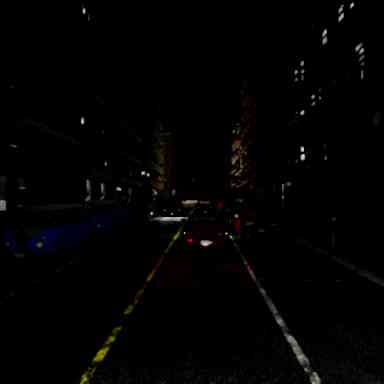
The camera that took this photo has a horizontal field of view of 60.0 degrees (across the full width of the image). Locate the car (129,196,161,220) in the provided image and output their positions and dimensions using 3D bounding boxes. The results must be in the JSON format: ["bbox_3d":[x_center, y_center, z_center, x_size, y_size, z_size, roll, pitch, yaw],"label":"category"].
[{"bbox_3d":[-4.323,1.326,28.306,2.192,1.841,5.009,2,0,2],"label":"car"}]

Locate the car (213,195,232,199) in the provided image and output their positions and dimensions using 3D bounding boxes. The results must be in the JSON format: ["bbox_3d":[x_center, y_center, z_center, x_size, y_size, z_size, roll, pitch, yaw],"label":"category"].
[{"bbox_3d":[3.908,1.401,39.022,2.192,1.841,5.009,2,0,2],"label":"car"}]

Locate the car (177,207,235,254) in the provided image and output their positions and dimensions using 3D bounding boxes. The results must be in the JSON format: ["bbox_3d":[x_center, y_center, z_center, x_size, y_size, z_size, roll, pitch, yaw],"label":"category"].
[{"bbox_3d":[0.527,1.540,13.438,1.812,1.442,4.674,0,0,2],"label":"car"}]

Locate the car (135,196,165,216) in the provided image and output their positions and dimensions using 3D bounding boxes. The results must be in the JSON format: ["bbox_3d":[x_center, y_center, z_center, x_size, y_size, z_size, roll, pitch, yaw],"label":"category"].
[{"bbox_3d":[-4.127,1.339,33.833,2.192,1.841,5.009,2,0,2],"label":"car"}]

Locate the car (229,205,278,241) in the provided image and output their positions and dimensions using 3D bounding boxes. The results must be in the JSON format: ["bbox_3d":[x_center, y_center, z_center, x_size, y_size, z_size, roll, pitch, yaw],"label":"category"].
[{"bbox_3d":[3.150,1.581,16.911,1.887,1.381,4.507,2,0,2],"label":"car"}]

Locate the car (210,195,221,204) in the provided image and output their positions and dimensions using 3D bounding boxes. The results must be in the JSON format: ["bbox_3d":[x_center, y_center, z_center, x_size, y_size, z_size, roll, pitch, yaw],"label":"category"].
[{"bbox_3d":[5.084,1.528,72.190,2.192,1.841,5.009,2,0,2],"label":"car"}]

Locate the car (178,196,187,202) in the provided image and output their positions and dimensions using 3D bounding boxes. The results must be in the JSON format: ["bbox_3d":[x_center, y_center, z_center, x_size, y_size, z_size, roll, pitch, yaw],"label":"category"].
[{"bbox_3d":[-2.370,1.805,83.578,1.802,1.307,4.206,2,0,2],"label":"car"}]

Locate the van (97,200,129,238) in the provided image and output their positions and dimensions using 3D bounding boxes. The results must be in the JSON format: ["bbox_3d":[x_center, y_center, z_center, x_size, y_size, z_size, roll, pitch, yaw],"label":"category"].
[{"bbox_3d":[-4.717,1.330,17.253,1.690,1.788,3.998,2,0,2],"label":"van"}]

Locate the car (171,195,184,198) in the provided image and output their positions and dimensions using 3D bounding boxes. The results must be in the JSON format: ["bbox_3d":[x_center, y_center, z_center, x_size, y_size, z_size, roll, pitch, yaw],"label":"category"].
[{"bbox_3d":[-3.147,1.430,61.468,2.192,1.841,5.009,2,0,2],"label":"car"}]

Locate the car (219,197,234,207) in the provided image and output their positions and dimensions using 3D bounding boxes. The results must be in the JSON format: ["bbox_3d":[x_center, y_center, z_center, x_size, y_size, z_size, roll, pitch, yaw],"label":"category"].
[{"bbox_3d":[3.553,1.500,27.966,1.967,1.590,4.097,2,0,2],"label":"car"}]

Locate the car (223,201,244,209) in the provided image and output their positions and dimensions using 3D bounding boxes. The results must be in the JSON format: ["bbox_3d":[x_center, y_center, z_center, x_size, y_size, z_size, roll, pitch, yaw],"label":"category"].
[{"bbox_3d":[3.347,1.592,22.438,1.887,1.381,4.507,2,0,2],"label":"car"}]

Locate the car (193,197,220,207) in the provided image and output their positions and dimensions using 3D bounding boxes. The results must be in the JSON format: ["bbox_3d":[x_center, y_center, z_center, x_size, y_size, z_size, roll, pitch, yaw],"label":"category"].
[{"bbox_3d":[1.151,1.541,30.585,2.128,1.511,4.902,0,0,2],"label":"car"}]

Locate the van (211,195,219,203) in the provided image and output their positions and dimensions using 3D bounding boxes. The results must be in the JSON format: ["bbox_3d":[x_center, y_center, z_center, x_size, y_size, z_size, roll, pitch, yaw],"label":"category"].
[{"bbox_3d":[5.280,1.582,77.718,1.690,1.788,3.998,1,0,2],"label":"van"}]

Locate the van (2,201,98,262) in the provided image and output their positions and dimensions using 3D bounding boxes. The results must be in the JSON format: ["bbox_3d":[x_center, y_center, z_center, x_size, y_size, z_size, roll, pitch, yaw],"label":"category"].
[{"bbox_3d":[-4.912,1.320,11.724,1.690,1.788,3.998,2,0,2],"label":"van"}]

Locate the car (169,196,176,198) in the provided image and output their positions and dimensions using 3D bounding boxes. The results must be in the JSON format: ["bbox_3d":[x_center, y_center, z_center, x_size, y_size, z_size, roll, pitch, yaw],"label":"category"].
[{"bbox_3d":[-3.742,1.620,44.888,1.947,1.339,4.313,2,0,2],"label":"car"}]

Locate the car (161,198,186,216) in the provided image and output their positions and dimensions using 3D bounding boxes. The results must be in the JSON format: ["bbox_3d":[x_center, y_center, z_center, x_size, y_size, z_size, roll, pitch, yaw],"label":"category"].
[{"bbox_3d":[-1.681,1.584,32.547,2.033,1.411,5.357,0,0,3],"label":"car"}]
